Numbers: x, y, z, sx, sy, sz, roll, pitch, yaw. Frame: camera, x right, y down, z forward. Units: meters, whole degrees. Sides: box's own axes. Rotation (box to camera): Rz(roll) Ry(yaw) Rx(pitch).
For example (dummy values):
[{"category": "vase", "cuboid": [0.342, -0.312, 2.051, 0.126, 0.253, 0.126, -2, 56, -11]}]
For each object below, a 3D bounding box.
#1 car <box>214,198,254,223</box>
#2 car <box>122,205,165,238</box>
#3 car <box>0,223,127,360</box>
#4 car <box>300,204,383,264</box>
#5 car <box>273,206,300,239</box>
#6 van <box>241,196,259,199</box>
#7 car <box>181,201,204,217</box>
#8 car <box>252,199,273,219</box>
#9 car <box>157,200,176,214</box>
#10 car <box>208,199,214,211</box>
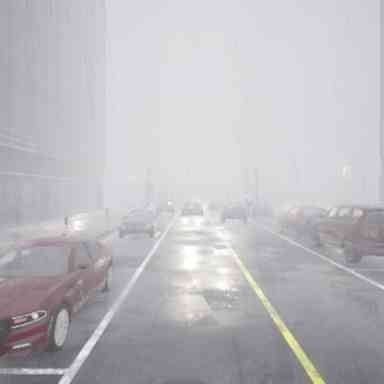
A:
[{"category": "car", "cuboid": [3.070, 1.481, 25.501, 2.128, 1.511, 4.902, 0, 0, 1]}, {"category": "car", "cuboid": [-2.654, 1.571, 17.465, 1.802, 1.307, 4.206, 0, 0, 0]}, {"category": "car", "cuboid": [-2.669, 1.539, 6.167, 1.887, 1.381, 4.507, 0, 0, 0]}, {"category": "car", "cuboid": [5.863, 1.321, 11.807, 2.192, 1.841, 5.009, 0, 0, 0]}, {"category": "car", "cuboid": [5.870, 1.442, 17.456, 1.967, 1.590, 4.097, 0, 0, 0]}, {"category": "van", "cuboid": [5.891, 1.324, 34.402, 1.690, 1.788, 3.998, 0, 0, 0]}, {"category": "car", "cuboid": [0.034, 1.543, 30.634, 1.994, 1.385, 4.181, 0, 0, 0]}, {"category": "car", "cuboid": [5.885, 1.573, 28.754, 1.802, 1.307, 4.206, 0, 0, 0]}, {"category": "car", "cuboid": [-2.633, 1.535, 34.412, 1.947, 1.339, 4.313, 0, 0, 0]}, {"category": "car", "cuboid": [3.077, 1.533, 40.587, 1.994, 1.385, 4.181, 0, 0, 1]}]
